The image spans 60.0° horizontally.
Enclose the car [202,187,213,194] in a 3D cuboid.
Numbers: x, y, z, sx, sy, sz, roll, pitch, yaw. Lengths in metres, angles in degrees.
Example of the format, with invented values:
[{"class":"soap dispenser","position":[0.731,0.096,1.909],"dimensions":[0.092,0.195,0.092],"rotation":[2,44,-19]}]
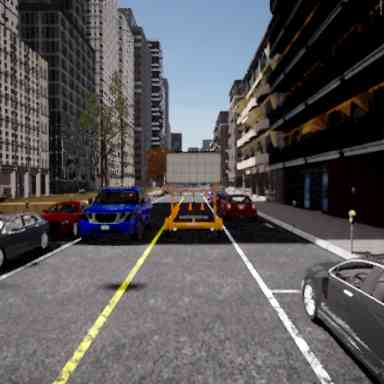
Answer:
[{"class":"car","position":[3.014,-0.312,64.900],"dimensions":[2.008,1.369,4.403],"rotation":[0,2,0]}]

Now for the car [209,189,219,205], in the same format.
[{"class":"car","position":[2.847,0.659,31.719],"dimensions":[1.802,1.307,4.206],"rotation":[0,2,0]}]

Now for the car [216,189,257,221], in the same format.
[{"class":"car","position":[2.792,0.834,20.653],"dimensions":[1.967,1.590,4.097],"rotation":[0,2,0]}]

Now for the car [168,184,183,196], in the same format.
[{"class":"car","position":[-2.715,-0.280,57.108],"dimensions":[2.097,1.767,4.553],"rotation":[0,2,0]}]

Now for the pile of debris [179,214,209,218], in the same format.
[{"class":"pile of debris","position":[0.106,1.540,21.356],"dimensions":[1.860,0.140,1.500],"rotation":[0,2,0]}]

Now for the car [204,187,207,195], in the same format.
[{"class":"car","position":[2.902,0.202,42.775],"dimensions":[1.967,1.590,4.097],"rotation":[0,2,0]}]

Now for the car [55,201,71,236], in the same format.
[{"class":"car","position":[-5.616,1.100,15.168],"dimensions":[1.887,1.381,4.507],"rotation":[0,2,0]}]

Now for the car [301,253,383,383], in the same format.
[{"class":"car","position":[2.709,1.427,4.066],"dimensions":[2.008,1.369,4.403],"rotation":[0,2,0]}]

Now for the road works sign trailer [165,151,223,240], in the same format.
[{"class":"road works sign trailer","position":[0.070,0.042,14.310],"dimensions":[2.380,3.560,2.880],"rotation":[0,2,0]}]

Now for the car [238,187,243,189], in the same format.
[{"class":"car","position":[13.847,-1.062,84.238],"dimensions":[4.403,1.369,2.008],"rotation":[-1,2,0]}]

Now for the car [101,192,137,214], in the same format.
[{"class":"car","position":[-5.561,0.766,26.059],"dimensions":[1.752,1.417,4.829],"rotation":[0,2,0]}]

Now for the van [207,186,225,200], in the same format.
[{"class":"van","position":[2.875,0.261,37.241],"dimensions":[1.690,1.788,3.998],"rotation":[0,2,0]}]

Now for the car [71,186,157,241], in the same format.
[{"class":"car","position":[-3.031,0.797,14.391],"dimensions":[2.150,2.045,5.566],"rotation":[0,2,0]}]

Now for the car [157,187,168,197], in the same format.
[{"class":"car","position":[-5.423,-0.021,53.710],"dimensions":[1.752,1.417,4.829],"rotation":[0,2,0]}]

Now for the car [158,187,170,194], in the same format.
[{"class":"car","position":[-5.366,-0.317,64.942],"dimensions":[1.887,1.381,4.507],"rotation":[0,2,0]}]

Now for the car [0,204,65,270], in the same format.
[{"class":"car","position":[-5.644,1.266,9.638],"dimensions":[2.008,1.369,4.403],"rotation":[0,2,0]}]

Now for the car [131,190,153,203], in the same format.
[{"class":"car","position":[-5.505,0.502,37.292],"dimensions":[1.802,1.307,4.206],"rotation":[0,2,0]}]
